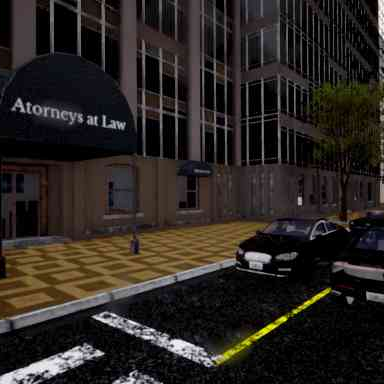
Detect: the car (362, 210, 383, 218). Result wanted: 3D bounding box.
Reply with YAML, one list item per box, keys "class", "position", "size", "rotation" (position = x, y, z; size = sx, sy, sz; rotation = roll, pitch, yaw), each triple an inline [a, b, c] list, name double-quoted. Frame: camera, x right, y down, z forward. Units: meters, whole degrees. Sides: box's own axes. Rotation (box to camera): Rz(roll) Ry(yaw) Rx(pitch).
- class: "car"
  position: [9.936, 1.636, 17.696]
  size: [1.895, 1.301, 4.718]
  rotation: [-1, -1, 41]

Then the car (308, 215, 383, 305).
- class: "car"
  position: [4.587, 1.496, 7.232]
  size: [2.128, 1.511, 4.902]
  rotation: [-1, 0, 41]

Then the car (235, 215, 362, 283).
- class: "car"
  position: [3.172, 1.523, 9.945]
  size: [2.128, 1.511, 4.902]
  rotation: [-1, 0, 41]
